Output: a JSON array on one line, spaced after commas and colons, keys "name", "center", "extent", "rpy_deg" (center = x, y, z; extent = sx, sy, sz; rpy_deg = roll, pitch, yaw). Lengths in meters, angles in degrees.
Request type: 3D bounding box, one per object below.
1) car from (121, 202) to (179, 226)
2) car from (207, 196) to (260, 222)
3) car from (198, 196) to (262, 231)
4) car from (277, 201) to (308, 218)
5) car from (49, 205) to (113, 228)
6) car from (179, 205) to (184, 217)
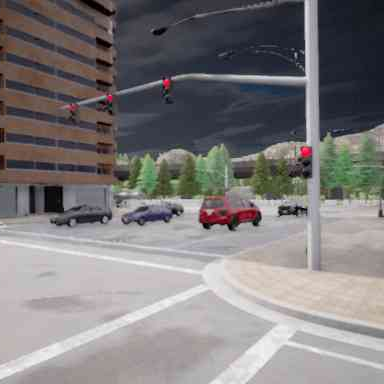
[{"name": "car", "center": [-3.404, 1.750, 25.873], "extent": [1.812, 1.442, 4.674], "rpy_deg": [-1, -1, 36]}, {"name": "car", "center": [3.816, 1.400, 29.600], "extent": [2.150, 2.045, 5.566], "rpy_deg": [-1, 0, 36]}, {"name": "car", "center": [2.605, 1.354, 21.936], "extent": [2.150, 2.045, 5.566], "rpy_deg": [-1, -1, 36]}, {"name": "car", "center": [9.919, 1.608, 31.946], "extent": [1.882, 1.535, 5.008], "rpy_deg": [-1, 0, 38]}, {"name": "car", "center": [-8.264, 1.774, 25.133], "extent": [1.837, 1.490, 4.892], "rpy_deg": [-1, 0, 36]}, {"name": "car", "center": [-2.779, 1.759, 32.673], "extent": [2.128, 1.511, 4.902], "rpy_deg": [-1, -1, 36]}]
